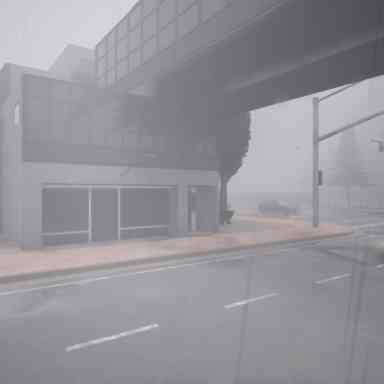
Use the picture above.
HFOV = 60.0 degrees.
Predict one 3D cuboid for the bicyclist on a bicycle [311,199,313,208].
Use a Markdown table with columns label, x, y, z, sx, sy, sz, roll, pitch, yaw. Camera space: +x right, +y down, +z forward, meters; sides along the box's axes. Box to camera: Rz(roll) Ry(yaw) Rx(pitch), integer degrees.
| label | x | y | z | sx | sy | sz | roll | pitch | yaw |
| --- | --- | --- | --- | --- | --- | --- | --- | --- | --- |
| bicyclist on a bicycle | 15.798 | 1.301 | 42.775 | 1.656 | 1.620 | 0.582 | 0 | 0 | -36 |

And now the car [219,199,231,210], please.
| label | x | y | z | sx | sy | sz | roll | pitch | yaw |
| --- | --- | --- | --- | --- | --- | --- | --- | --- | --- |
| car | 2.834 | 1.478 | 41.994 | 1.882 | 1.535 | 5.008 | 0 | 0 | -36 |

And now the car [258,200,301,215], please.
| label | x | y | z | sx | sy | sz | roll | pitch | yaw |
| --- | --- | --- | --- | --- | --- | --- | --- | --- | --- |
| car | 8.765 | 1.526 | 33.745 | 1.812 | 1.442 | 4.674 | 0 | 0 | -36 |
